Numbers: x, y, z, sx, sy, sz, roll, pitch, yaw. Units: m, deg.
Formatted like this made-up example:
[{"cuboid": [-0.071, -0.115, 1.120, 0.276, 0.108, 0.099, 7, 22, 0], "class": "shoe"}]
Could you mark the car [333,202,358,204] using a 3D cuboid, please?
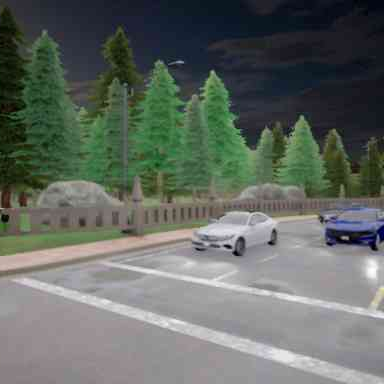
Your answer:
[{"cuboid": [10.575, 1.432, 23.086, 4.902, 1.511, 2.128, -1, 0, -41], "class": "car"}]

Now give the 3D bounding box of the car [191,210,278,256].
[{"cuboid": [1.872, 1.475, 13.111, 1.812, 1.442, 4.674, 0, 0, 37], "class": "car"}]

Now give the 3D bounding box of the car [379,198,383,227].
[{"cuboid": [14.193, 1.304, 21.587, 4.553, 1.767, 2.097, 0, 0, -39], "class": "car"}]

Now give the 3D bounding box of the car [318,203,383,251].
[{"cuboid": [7.257, 1.433, 14.294, 1.882, 1.535, 5.008, 0, 0, 39], "class": "car"}]
